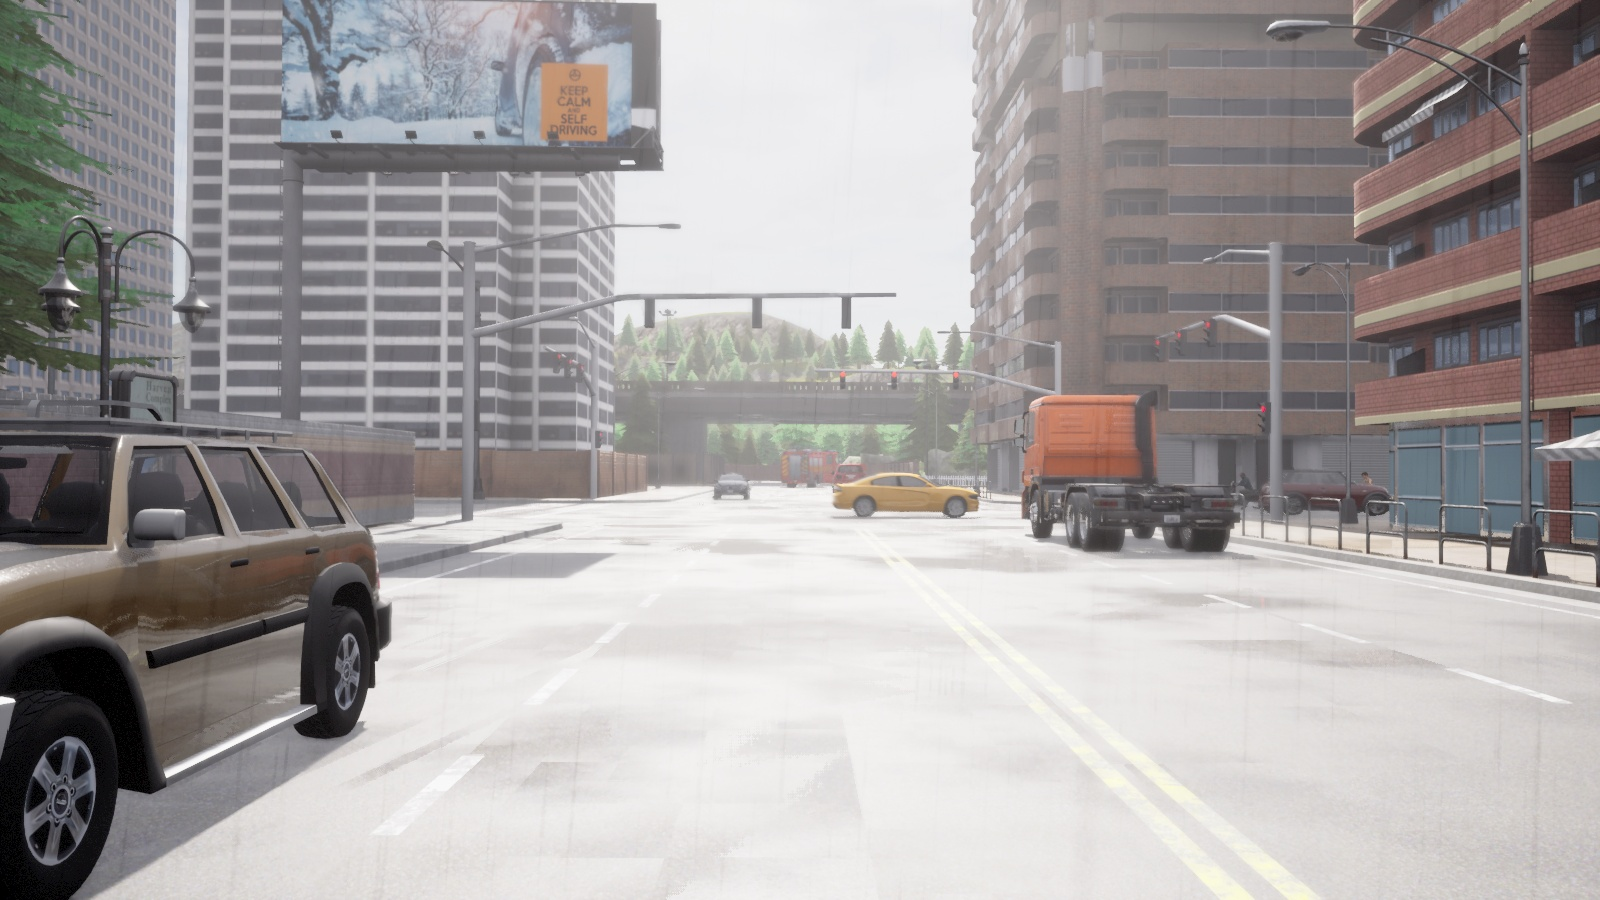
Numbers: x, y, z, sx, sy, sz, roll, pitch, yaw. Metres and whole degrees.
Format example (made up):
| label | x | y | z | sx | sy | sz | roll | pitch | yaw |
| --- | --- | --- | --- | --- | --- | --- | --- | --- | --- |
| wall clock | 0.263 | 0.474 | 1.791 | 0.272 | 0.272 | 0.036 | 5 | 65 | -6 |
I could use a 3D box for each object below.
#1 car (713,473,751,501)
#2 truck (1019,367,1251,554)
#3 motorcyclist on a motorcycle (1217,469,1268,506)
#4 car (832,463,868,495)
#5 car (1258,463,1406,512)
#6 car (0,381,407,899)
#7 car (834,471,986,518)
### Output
| label | x | y | z | sx | sy | sz | roll | pitch | yaw |
| --- | --- | --- | --- | --- | --- | --- | --- | --- | --- |
| car | -3.696 | 2.011 | 68.991 | 1.812 | 1.442 | 4.674 | 0 | -1 | 0 |
| truck | 6.917 | 0.263 | 27.349 | 2.891 | 3.462 | 7.936 | 0 | -1 | 0 |
| motorcyclist on a motorcycle | 18.769 | 1.585 | 53.265 | 1.817 | 1.590 | 0.866 | 0 | -1 | 0 |
| car | 3.262 | 1.916 | 83.312 | 2.150 | 2.045 | 5.566 | 0 | -1 | 0 |
| car | 19.541 | 1.370 | 46.266 | 4.553 | 1.767 | 2.097 | 0 | -1 | 0 |
| car | -3.520 | 0.744 | 5.891 | 1.932 | 1.855 | 4.605 | 0 | -1 | 0 |
| car | 3.695 | 1.494 | 42.804 | 5.008 | 1.535 | 1.882 | 0 | -1 | 0 |
